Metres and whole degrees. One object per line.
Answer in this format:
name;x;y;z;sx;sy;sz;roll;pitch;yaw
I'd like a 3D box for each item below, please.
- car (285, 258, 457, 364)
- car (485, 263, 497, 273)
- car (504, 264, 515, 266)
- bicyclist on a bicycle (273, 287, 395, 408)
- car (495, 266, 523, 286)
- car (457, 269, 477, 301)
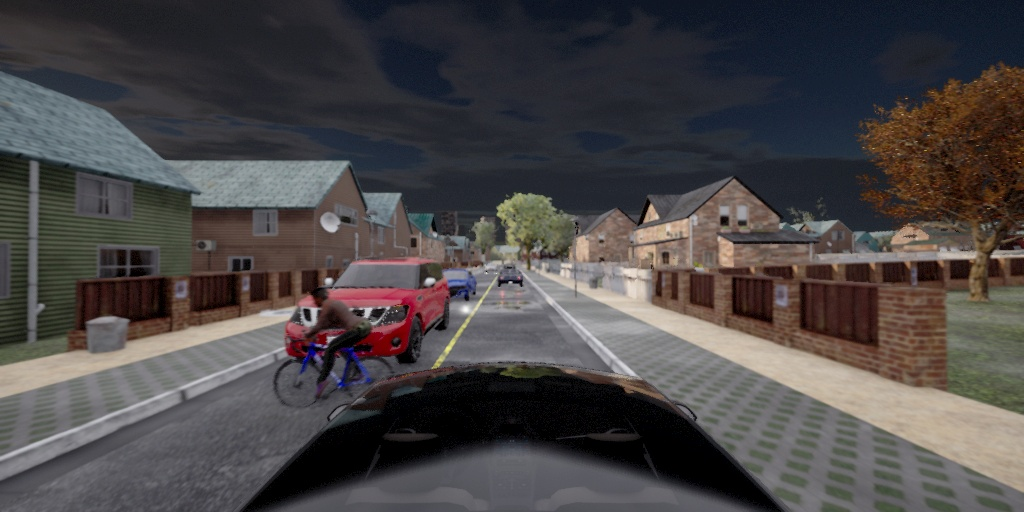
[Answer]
car;-2.895;1.055;8.641;2.150;2.045;5.566;0;-1;0
car;-3.312;1.886;57.256;1.812;1.442;4.674;0;-1;0
car;-0.281;1.743;45.564;1.837;1.490;4.892;0;0;0
bicyclist on a bicycle;-2.401;1.241;4.829;1.656;1.620;0.582;-2;-1;-1
car;-0.127;1.656;28.330;1.895;1.301;4.718;0;-1;0
car;-2.987;1.432;19.081;1.882;1.535;5.008;0;-1;0
